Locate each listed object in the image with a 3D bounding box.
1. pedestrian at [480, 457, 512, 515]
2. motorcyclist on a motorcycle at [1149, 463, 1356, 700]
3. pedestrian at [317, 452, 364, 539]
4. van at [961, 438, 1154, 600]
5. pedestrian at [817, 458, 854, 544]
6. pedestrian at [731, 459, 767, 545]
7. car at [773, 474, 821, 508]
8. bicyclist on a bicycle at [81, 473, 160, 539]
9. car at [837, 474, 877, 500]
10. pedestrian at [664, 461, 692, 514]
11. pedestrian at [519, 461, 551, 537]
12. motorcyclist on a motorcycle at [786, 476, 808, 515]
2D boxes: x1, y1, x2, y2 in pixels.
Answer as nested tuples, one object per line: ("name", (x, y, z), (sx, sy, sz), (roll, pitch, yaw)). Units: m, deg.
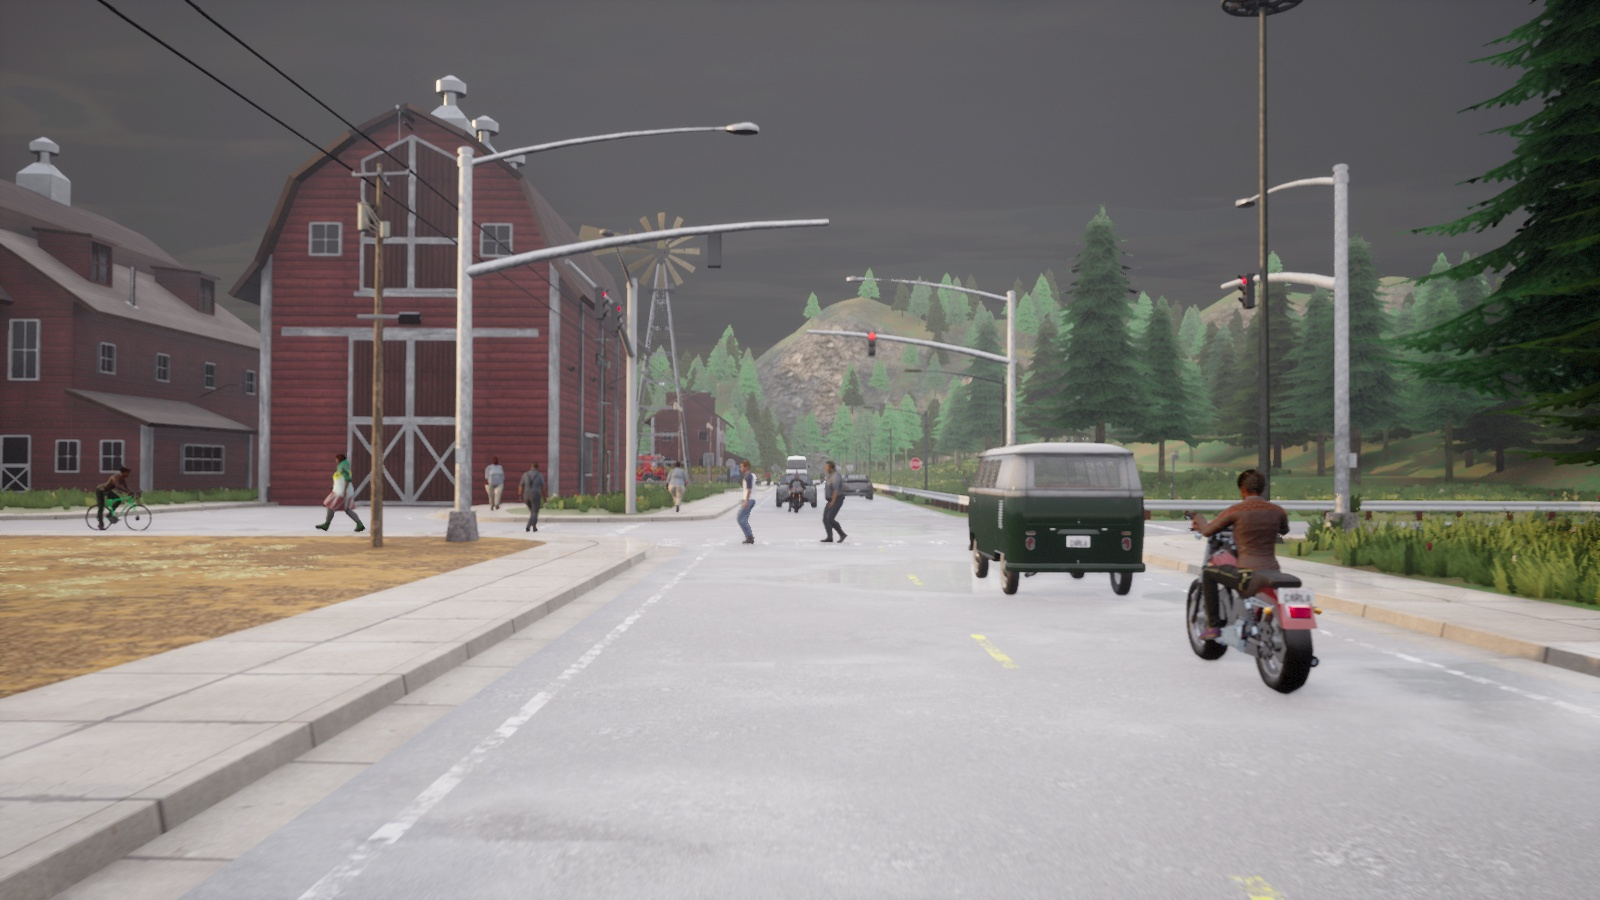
("pedestrian", (-9.994, 1.179, 41.312), (0.874, 1.855, 0.900), (0, -1, -24))
("motorcyclist on a motorcycle", (3.475, 0.940, 9.921), (0.766, 1.649, 2.350), (0, -1, 0))
("pedestrian", (-10.471, 1.032, 28.639), (0.873, 1.952, 0.659), (0, -1, -6))
("van", (3.455, 0.888, 17.691), (1.775, 1.987, 4.442), (0, -1, 0))
("pedestrian", (0.769, 1.104, 27.329), (0.694, 1.848, 0.540), (0, -1, -13))
("pedestrian", (-1.095, 1.112, 26.998), (0.706, 1.836, 0.354), (0, -1, 6))
("car", (-0.142, 1.861, 57.981), (2.128, 1.511, 4.902), (0, -1, 0))
("bicyclist on a bicycle", (-17.043, 1.395, 31.503), (1.656, 1.620, 0.582), (0, 0, -1))
("car", (3.319, 2.151, 74.164), (2.128, 1.511, 4.902), (0, -1, 0))
("pedestrian", (-4.297, 1.321, 44.328), (0.874, 1.855, 0.900), (0, -1, 1))
("pedestrian", (-6.550, 1.202, 31.073), (0.540, 1.848, 0.694), (0, -1, 10))
("motorcyclist on a motorcycle", (-0.121, 1.787, 49.787), (0.866, 1.530, 2.191), (0, -1, 0))
